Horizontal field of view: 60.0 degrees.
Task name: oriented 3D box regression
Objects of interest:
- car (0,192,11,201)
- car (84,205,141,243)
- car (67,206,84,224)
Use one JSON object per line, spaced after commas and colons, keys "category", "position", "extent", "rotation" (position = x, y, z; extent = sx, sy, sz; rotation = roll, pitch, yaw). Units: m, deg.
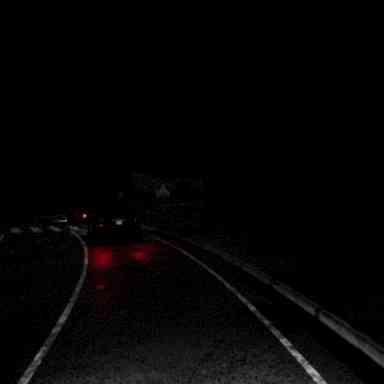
{"category": "car", "position": [-46.608, 1.479, 80.917], "extent": [2.097, 1.535, 5.008], "rotation": [4, 2, 27]}
{"category": "car", "position": [-4.026, 1.411, 16.739], "extent": [2.097, 1.767, 4.553], "rotation": [0, -1, -22]}
{"category": "car", "position": [-8.962, 1.818, 27.017], "extent": [1.994, 1.385, 4.181], "rotation": [0, -1, -25]}
